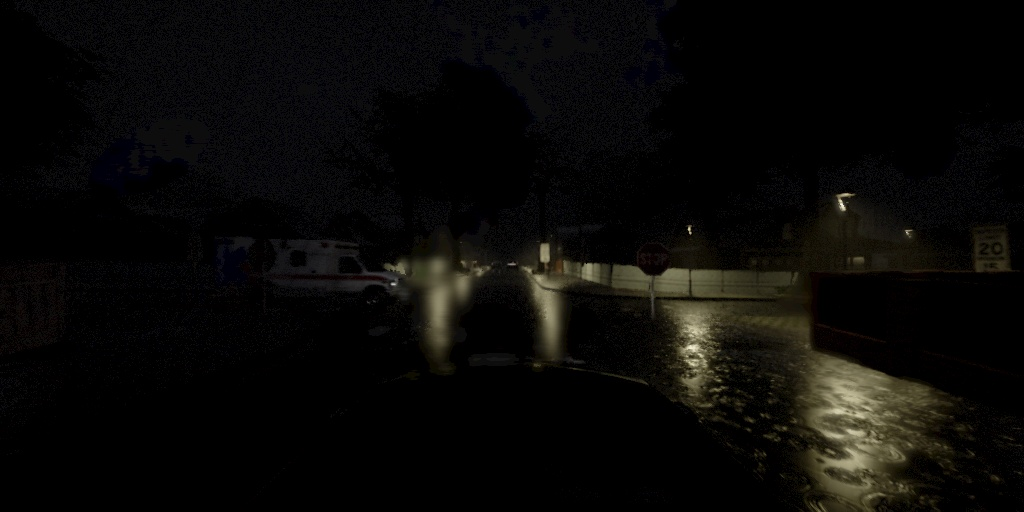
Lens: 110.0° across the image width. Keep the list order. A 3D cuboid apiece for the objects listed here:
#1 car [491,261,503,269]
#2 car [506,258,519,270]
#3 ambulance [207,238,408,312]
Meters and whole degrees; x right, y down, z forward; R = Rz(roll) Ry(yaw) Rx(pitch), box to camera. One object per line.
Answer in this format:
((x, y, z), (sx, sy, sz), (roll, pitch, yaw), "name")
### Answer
((-2.630, 1.561, 62.740), (2.128, 1.511, 4.902), (0, -1, 0), "car")
((0.110, 1.499, 56.901), (2.128, 1.511, 4.902), (0, -1, 0), "car")
((-7.174, 0.666, 13.261), (6.366, 2.431, 2.351), (1, -1, -1), "ambulance")
